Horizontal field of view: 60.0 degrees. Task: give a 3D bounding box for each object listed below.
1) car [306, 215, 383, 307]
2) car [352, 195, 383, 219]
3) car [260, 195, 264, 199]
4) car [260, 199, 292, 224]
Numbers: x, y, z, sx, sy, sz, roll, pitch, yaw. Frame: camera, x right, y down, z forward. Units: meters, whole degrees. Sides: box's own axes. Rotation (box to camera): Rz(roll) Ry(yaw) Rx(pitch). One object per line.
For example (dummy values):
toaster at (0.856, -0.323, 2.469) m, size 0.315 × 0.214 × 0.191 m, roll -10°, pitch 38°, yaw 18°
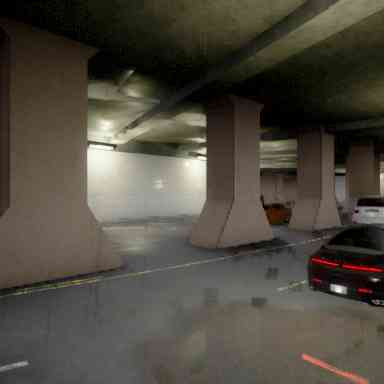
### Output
car at (4.504, 1.506, 7.632) m, size 4.892 × 1.490 × 1.837 m, roll 0°, pitch 0°, yaw -41°
car at (10.729, 1.215, 18.480) m, size 2.150 × 2.045 × 5.566 m, roll 0°, pitch -1°, yaw 42°
car at (3.992, 1.224, 26.925) m, size 2.150 × 2.045 × 5.566 m, roll 0°, pitch 0°, yaw 41°
car at (5.072, 1.477, 22.937) m, size 1.882 × 1.535 × 5.008 m, roll 0°, pitch 0°, yaw 42°
